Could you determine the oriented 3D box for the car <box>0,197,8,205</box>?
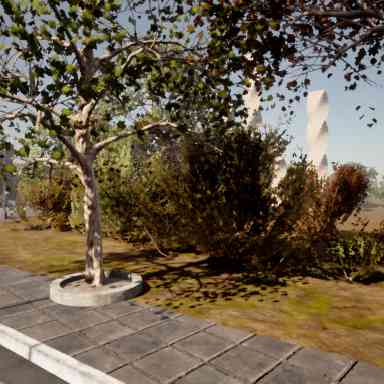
[{"bbox_3d":[-25.381,1.088,43.363,2.033,1.411,5.357,1,1,-37],"label":"car"}]
